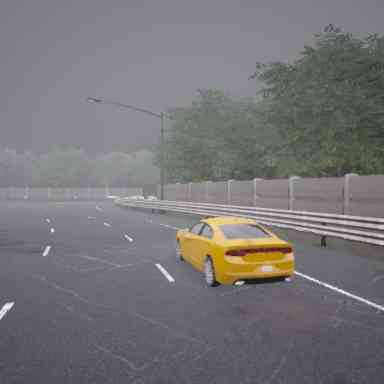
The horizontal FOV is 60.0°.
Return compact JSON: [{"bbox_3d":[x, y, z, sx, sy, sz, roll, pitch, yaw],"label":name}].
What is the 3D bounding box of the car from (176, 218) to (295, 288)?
[{"bbox_3d":[0.906,1.478,9.467,1.882,1.535,5.008,0,0,-16],"label":"car"}]
